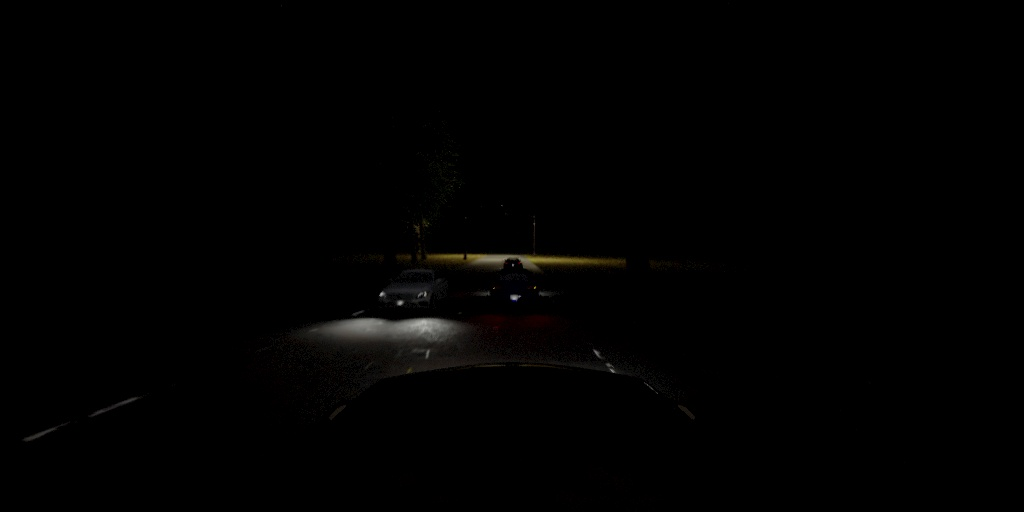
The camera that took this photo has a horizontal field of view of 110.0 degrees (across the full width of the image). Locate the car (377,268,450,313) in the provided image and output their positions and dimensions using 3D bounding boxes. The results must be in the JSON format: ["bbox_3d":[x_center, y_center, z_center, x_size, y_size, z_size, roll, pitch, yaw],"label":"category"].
[{"bbox_3d":[-3.565,1.210,13.781,1.812,1.442,4.674,0,0,0],"label":"car"}]

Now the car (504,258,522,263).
[{"bbox_3d":[0.101,0.851,39.576,1.994,1.385,4.181,0,1,0],"label":"car"}]

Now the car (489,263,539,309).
[{"bbox_3d":[0.086,1.203,14.528,1.812,1.442,4.674,0,1,0],"label":"car"}]
